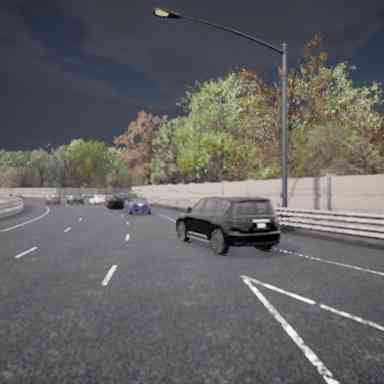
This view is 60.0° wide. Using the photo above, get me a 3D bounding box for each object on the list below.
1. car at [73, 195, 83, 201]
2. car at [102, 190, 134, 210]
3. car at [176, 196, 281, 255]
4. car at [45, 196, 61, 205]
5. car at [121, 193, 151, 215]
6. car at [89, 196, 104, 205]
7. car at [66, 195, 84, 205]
[{"bbox_3d":[-26.829,1.366,78.473,2.033,1.411,5.357,0,0,-15],"label":"car"},{"bbox_3d":[-8.567,1.261,41.184,1.442,1.812,4.674,42,27,19],"label":"car"},{"bbox_3d":[1.208,1.188,13.441,2.150,2.045,5.566,0,0,-24],"label":"car"},{"bbox_3d":[-22.879,1.374,54.597,2.128,1.511,4.902,0,0,-34],"label":"car"},{"bbox_3d":[-5.537,1.277,33.281,2.097,1.767,4.553,0,0,-19],"label":"car"},{"bbox_3d":[-16.299,1.395,57.381,1.812,1.442,4.674,0,0,-35],"label":"car"},{"bbox_3d":[-19.889,1.227,56.419,2.097,1.767,4.553,0,0,-34],"label":"car"}]
